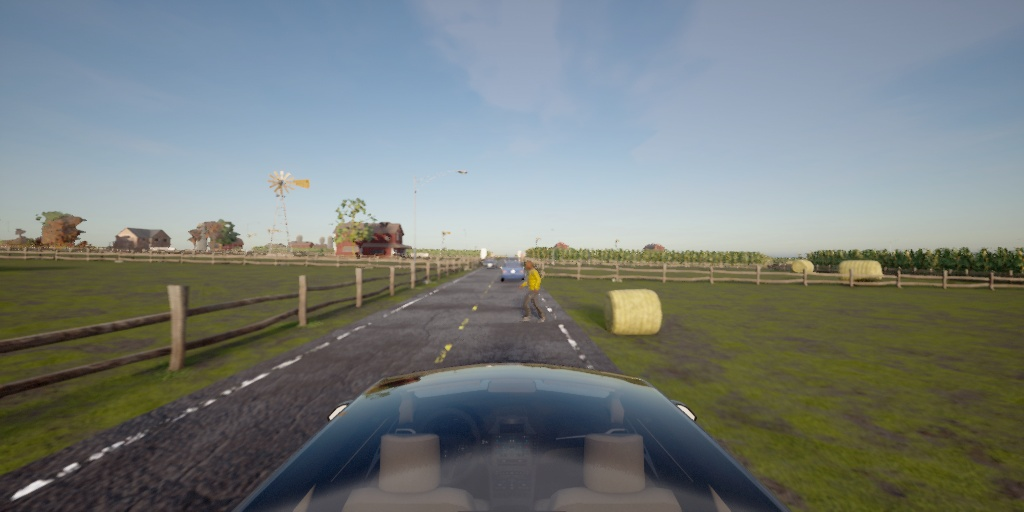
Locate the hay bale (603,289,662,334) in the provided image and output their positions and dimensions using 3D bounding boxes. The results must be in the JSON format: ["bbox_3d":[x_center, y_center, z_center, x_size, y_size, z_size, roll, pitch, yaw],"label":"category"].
[{"bbox_3d":[3.122,1.365,9.406,1.220,1.180,1.240,0,0,0],"label":"hay bale"}]

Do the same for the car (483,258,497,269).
[{"bbox_3d":[-2.849,1.008,48.537,2.128,1.511,4.902,0,0,0],"label":"car"}]

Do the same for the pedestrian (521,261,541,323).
[{"bbox_3d":[0.555,0.997,10.433,0.375,1.860,0.375,1,0,-2],"label":"pedestrian"}]

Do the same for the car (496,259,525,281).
[{"bbox_3d":[0.069,1.162,27.963,2.033,1.411,5.357,0,0,0],"label":"car"}]

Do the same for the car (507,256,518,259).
[{"bbox_3d":[0.065,0.881,46.125,2.097,1.767,4.553,0,0,0],"label":"car"}]
